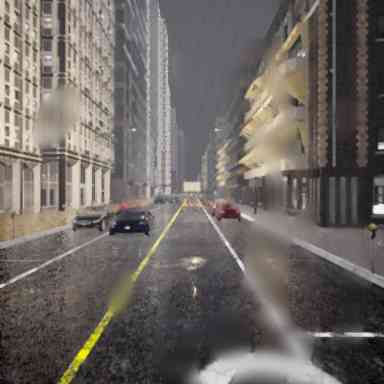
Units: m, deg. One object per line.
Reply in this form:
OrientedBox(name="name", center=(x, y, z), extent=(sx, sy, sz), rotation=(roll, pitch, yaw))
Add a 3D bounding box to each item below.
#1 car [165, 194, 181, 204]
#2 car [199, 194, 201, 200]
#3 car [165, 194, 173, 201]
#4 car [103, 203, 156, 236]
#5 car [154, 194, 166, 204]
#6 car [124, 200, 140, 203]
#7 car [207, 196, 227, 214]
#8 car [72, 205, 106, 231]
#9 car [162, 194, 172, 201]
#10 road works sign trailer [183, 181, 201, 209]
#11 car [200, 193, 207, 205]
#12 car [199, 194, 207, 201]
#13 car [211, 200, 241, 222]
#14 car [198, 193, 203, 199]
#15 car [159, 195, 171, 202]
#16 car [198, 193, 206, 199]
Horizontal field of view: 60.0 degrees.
OrientedBox(name="car", center=(-3.031, 1.344, 59.094), extent=(2.128, 1.511, 4.902), rotation=(0, 0, 1))
OrientedBox(name="car", center=(2.701, 1.417, 59.258), extent=(1.947, 1.339, 4.313), rotation=(0, 0, 0))
OrientedBox(name="car", center=(-5.676, 1.335, 81.683), extent=(1.752, 1.417, 4.829), rotation=(0, 0, 0))
OrientedBox(name="car", center=(-3.096, 1.514, 17.914), extent=(1.994, 1.385, 4.181), rotation=(0, 0, 0))
OrientedBox(name="car", center=(-5.680, 1.418, 59.259), extent=(1.947, 1.339, 4.313), rotation=(0, 0, 0))
OrientedBox(name="car", center=(-5.684, 1.462, 31.017), extent=(1.887, 1.381, 4.507), rotation=(0, 0, 0))
OrientedBox(name="car", center=(2.696, 1.357, 31.015), extent=(1.967, 1.590, 4.097), rotation=(0, 0, 0))
OrientedBox(name="car", center=(-5.686, 1.496, 19.719), extent=(2.008, 1.369, 4.403), rotation=(0, 0, 0))
OrientedBox(name="car", center=(-5.677, 1.259, 76.205), extent=(1.967, 1.590, 4.097), rotation=(0, 0, 0))
OrientedBox(name="road works sign trailer", center=(0.007, 0.351, 43.669), extent=(2.380, 3.560, 2.880), rotation=(0, 0, 0))
OrientedBox(name="car", center=(2.700, 1.389, 53.779), extent=(1.752, 1.417, 4.829), rotation=(0, 0, 0))
OrientedBox(name="car", center=(2.705, 1.249, 81.851), extent=(1.967, 1.590, 4.097), rotation=(0, 0, 0))
OrientedBox(name="car", center=(2.695, 1.513, 25.367), extent=(1.802, 1.307, 4.206), rotation=(0, 0, 0))
OrientedBox(name="car", center=(2.703, 1.380, 70.555), extent=(2.008, 1.369, 4.403), rotation=(0, 0, 0))
OrientedBox(name="car", center=(-5.677, 1.380, 70.556), extent=(2.008, 1.369, 4.403), rotation=(0, 0, 0))
OrientedBox(name="car", center=(2.707, 1.105, 93.149), extent=(2.192, 1.841, 5.009), rotation=(0, 0, 0))
